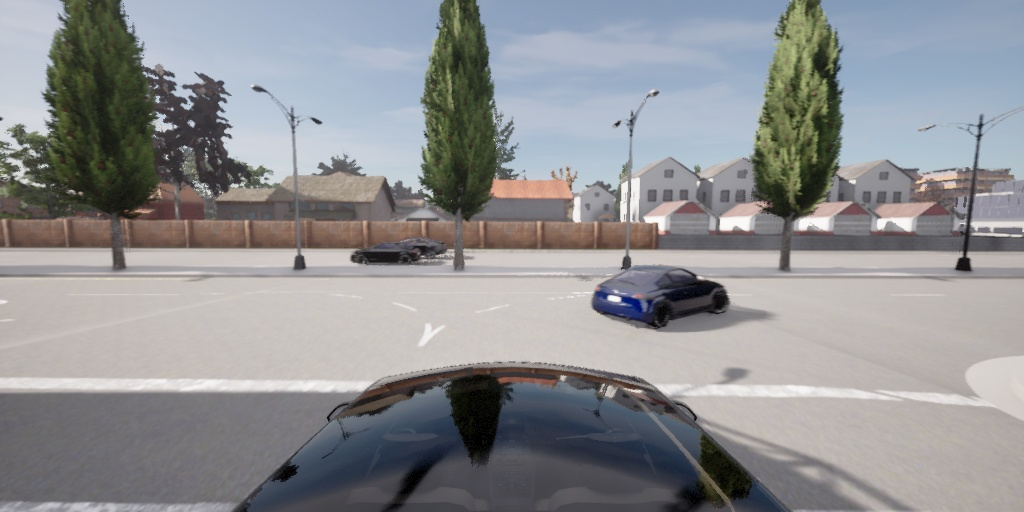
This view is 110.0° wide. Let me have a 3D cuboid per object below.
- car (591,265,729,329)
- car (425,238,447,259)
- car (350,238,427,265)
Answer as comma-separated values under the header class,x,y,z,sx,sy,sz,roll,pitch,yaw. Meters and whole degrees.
class,x,y,z,sx,sy,sz,roll,pitch,yaw
car,4.221,0.946,10.048,4.181,1.385,1.994,-3,5,-34
car,-7.178,-0.588,26.019,4.902,1.511,2.128,0,5,-1
car,-7.863,-0.197,22.525,4.181,1.385,1.994,0,5,-1
